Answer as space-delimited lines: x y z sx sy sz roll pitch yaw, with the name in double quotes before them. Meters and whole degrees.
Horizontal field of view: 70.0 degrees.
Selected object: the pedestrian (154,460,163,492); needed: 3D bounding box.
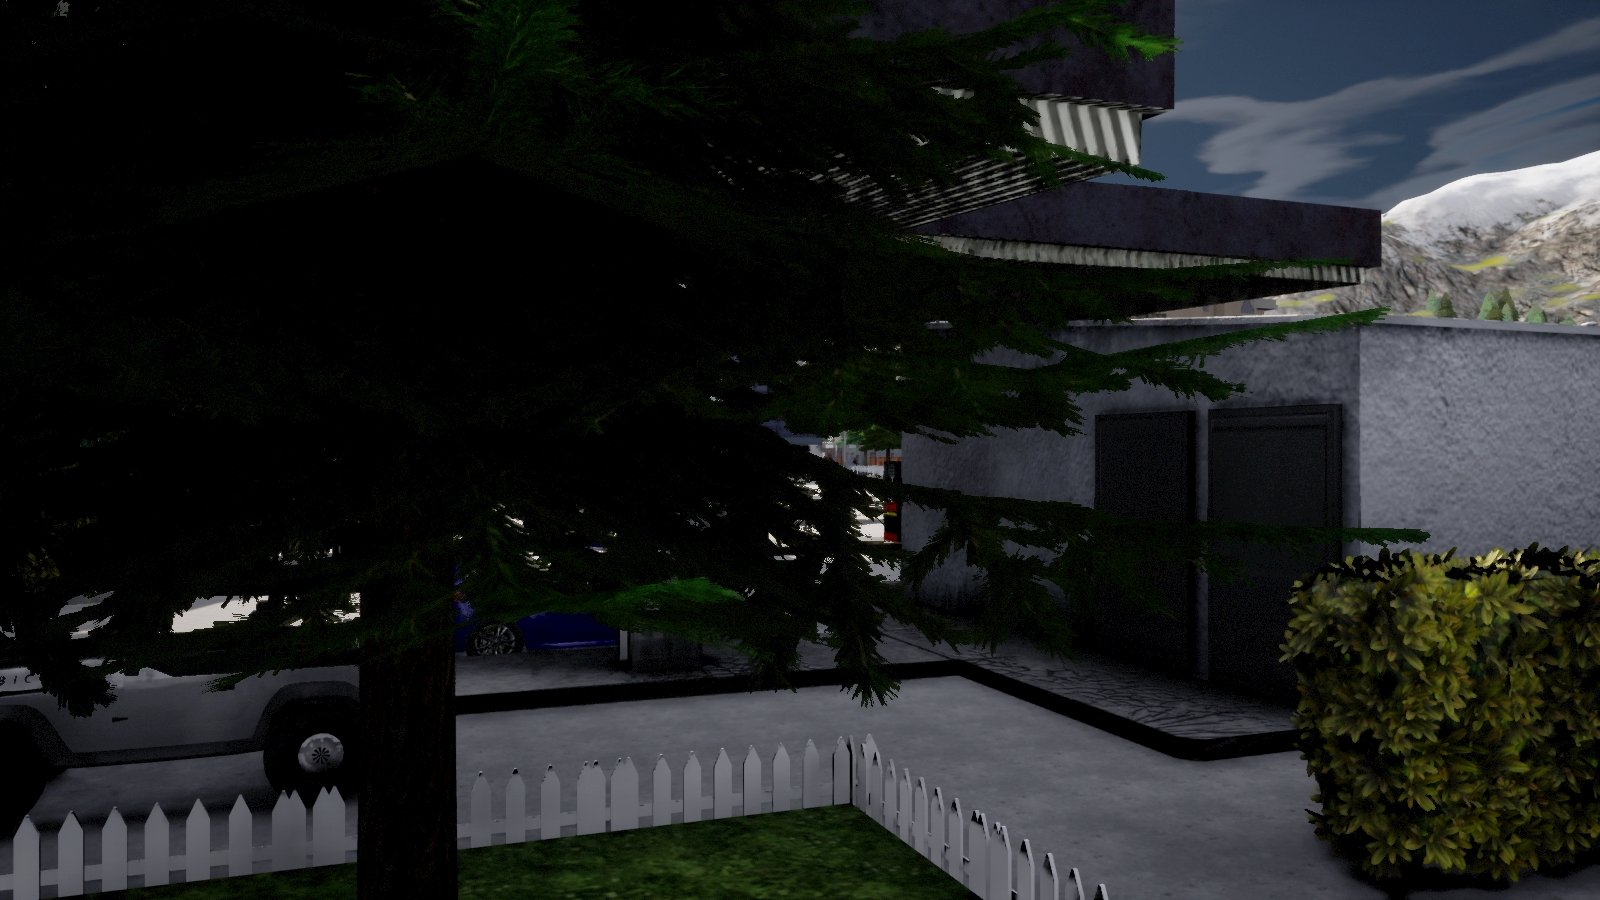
"pedestrian" -37.496 1.502 66.783 0.375 1.860 0.375 0 0 -21
